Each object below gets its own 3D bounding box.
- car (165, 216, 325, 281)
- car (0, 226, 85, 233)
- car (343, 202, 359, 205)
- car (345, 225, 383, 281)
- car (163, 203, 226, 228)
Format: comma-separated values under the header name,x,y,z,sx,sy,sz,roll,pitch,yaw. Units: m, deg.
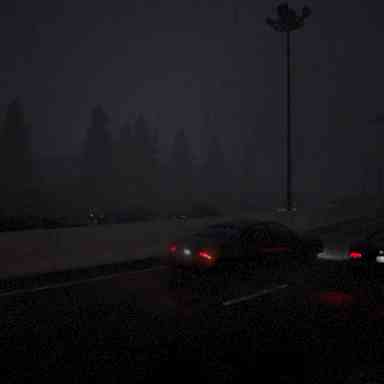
name,x,y,z,sx,sy,sz,roll,pitch,yaw
car,1.795,1.522,9.827,5.357,1.411,2.033,0,0,-40
car,-6.586,1.574,12.318,5.357,1.411,2.033,0,0,-37
car,20.695,1.360,43.563,1.994,1.385,4.181,0,0,34
car,6.022,1.495,8.865,5.357,1.411,2.033,0,0,-41
car,0.241,1.529,22.940,1.994,1.385,4.181,0,0,45
